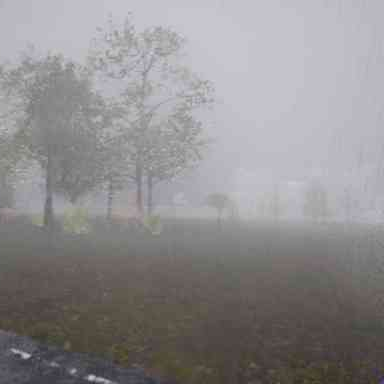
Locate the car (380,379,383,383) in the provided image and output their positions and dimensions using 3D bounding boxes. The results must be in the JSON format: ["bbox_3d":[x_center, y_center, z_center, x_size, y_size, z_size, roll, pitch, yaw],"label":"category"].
[{"bbox_3d":[3.652,1.698,1.501,5.008,1.535,1.882,0,-4,27],"label":"car"}]
